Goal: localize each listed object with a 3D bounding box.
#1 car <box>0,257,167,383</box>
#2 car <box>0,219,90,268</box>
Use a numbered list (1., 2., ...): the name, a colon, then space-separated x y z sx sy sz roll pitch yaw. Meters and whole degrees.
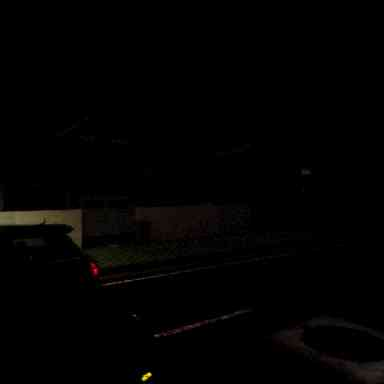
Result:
1. car: -2.370 1.526 1.993 4.674 1.442 1.812 0 0 -35
2. car: -3.749 1.352 5.003 4.553 1.767 2.097 0 0 -35
